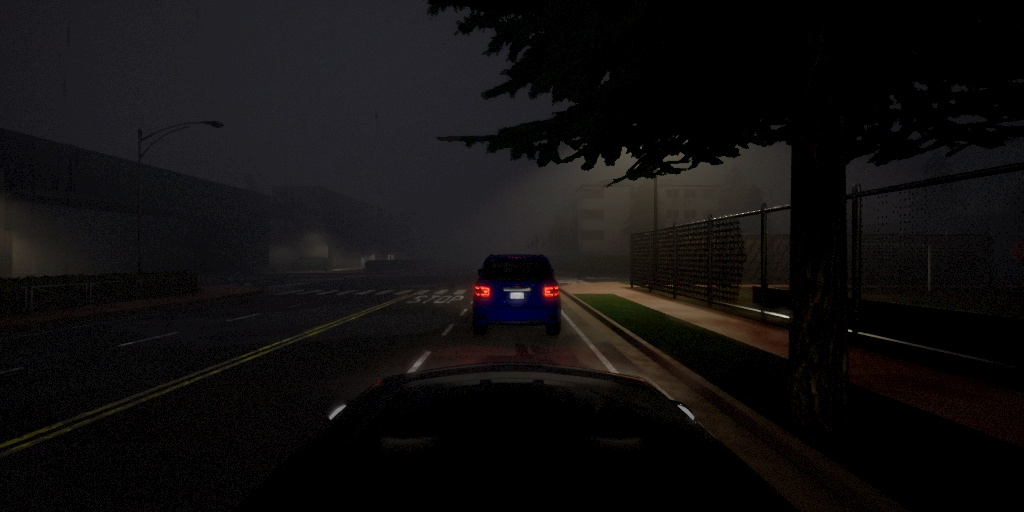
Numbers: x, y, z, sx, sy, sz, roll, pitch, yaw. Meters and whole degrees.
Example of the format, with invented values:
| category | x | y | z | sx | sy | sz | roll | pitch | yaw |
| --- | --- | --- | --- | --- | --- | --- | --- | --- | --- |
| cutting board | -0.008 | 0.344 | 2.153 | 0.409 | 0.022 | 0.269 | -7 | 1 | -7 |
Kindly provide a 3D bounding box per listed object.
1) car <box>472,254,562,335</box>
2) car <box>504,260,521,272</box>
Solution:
| category | x | y | z | sx | sy | sz | roll | pitch | yaw |
| --- | --- | --- | --- | --- | --- | --- | --- | --- | --- |
| car | 0.123 | 0.972 | 10.622 | 2.150 | 2.045 | 5.566 | 0 | 0 | 0 |
| car | 0.061 | 1.241 | 46.454 | 2.128 | 1.511 | 4.902 | 0 | 0 | -1 |
